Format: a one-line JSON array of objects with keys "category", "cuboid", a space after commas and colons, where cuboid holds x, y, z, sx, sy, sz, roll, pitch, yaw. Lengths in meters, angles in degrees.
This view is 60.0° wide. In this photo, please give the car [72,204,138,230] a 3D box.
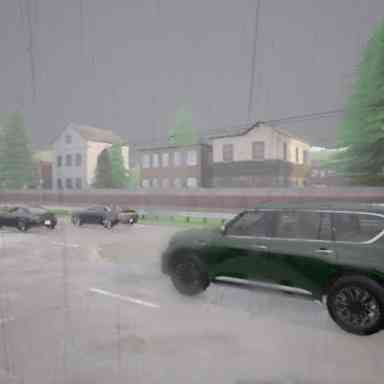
[{"category": "car", "cuboid": [-5.534, 1.472, 20.848, 4.902, 1.511, 2.128, 0, 0, 36]}]

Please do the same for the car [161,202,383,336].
[{"category": "car", "cuboid": [1.926, 1.218, 6.918, 5.566, 2.045, 2.150, 0, 0, 36]}]

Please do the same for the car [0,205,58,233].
[{"category": "car", "cuboid": [-9.779, 1.503, 19.561, 4.674, 1.442, 1.812, 0, 0, 35]}]
